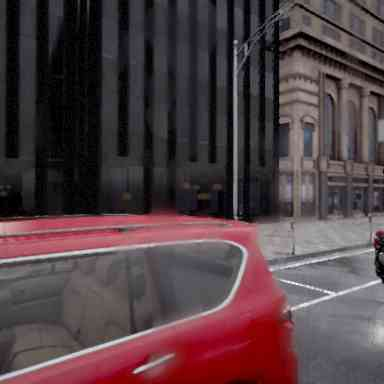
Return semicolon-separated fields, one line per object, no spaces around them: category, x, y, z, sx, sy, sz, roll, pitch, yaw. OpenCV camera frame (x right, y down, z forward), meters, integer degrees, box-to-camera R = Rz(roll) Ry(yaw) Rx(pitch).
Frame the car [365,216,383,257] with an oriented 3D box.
car;8.990;1.684;13.301;4.507;1.381;1.887;1;-1;-36

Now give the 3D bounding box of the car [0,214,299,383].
car;-1.651;1.236;2.159;5.566;2.045;2.150;1;-1;-36

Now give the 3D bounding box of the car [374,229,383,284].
car;6.875;1.314;8.442;5.566;2.045;2.150;1;-1;-37
